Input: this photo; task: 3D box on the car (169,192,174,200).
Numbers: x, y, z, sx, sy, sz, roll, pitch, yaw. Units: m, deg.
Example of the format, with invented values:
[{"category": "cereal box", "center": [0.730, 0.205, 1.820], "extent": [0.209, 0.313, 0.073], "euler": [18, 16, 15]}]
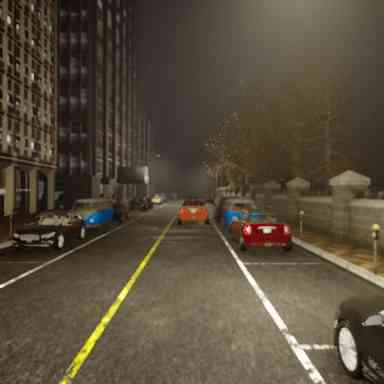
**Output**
[{"category": "car", "center": [-5.296, 1.038, 80.190], "extent": [2.192, 1.841, 5.009], "euler": [1, 0, 2]}]

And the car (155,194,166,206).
[{"category": "car", "center": [-5.695, 1.368, 52.850], "extent": [1.752, 1.417, 4.829], "euler": [0, 0, 0]}]

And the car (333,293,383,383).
[{"category": "car", "center": [2.695, 1.545, 2.712], "extent": [2.008, 1.369, 4.403], "euler": [0, 0, 0]}]

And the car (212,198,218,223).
[{"category": "car", "center": [2.696, 1.254, 24.951], "extent": [2.192, 1.841, 5.009], "euler": [0, 0, 0]}]

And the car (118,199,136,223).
[{"category": "car", "center": [-5.830, 1.504, 25.218], "extent": [1.947, 1.339, 4.313], "euler": [0, 0, 0]}]

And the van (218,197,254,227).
[{"category": "van", "center": [2.697, 1.296, 19.391], "extent": [1.690, 1.788, 3.998], "euler": [0, 0, 0]}]

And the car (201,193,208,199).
[{"category": "car", "center": [3.368, 1.105, 90.867], "extent": [1.967, 1.590, 4.097], "euler": [1, 0, 2]}]

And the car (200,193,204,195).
[{"category": "car", "center": [0.098, 1.237, 41.509], "extent": [2.097, 1.767, 4.553], "euler": [0, 0, 0]}]

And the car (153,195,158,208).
[{"category": "car", "center": [-5.831, 1.449, 41.899], "extent": [1.947, 1.339, 4.313], "euler": [0, 0, 0]}]

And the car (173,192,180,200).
[{"category": "car", "center": [-2.627, 0.865, 79.707], "extent": [2.128, 1.511, 4.902], "euler": [0, 0, 2]}]

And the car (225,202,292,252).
[{"category": "car", "center": [2.696, 1.409, 13.832], "extent": [1.967, 1.590, 4.097], "euler": [0, 0, 0]}]

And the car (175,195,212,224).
[{"category": "car", "center": [0.099, 1.293, 24.295], "extent": [2.097, 1.767, 4.553], "euler": [0, 0, 0]}]

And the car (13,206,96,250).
[{"category": "car", "center": [-5.830, 1.519, 14.096], "extent": [2.008, 1.369, 4.403], "euler": [0, 0, 0]}]

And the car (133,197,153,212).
[{"category": "car", "center": [-5.830, 1.343, 36.339], "extent": [1.967, 1.590, 4.097], "euler": [0, 0, 0]}]

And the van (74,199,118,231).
[{"category": "van", "center": [-5.828, 1.295, 19.656], "extent": [1.690, 1.788, 3.998], "euler": [0, 0, 0]}]

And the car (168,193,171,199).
[{"category": "car", "center": [-5.656, 1.363, 64.122], "extent": [1.947, 1.339, 4.313], "euler": [1, 0, 1]}]

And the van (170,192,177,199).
[{"category": "van", "center": [-5.007, 1.007, 91.135], "extent": [1.690, 1.788, 3.998], "euler": [1, 0, 2]}]

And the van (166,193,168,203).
[{"category": "van", "center": [-5.684, 1.161, 58.579], "extent": [1.690, 1.788, 3.998], "euler": [1, 0, 0]}]
